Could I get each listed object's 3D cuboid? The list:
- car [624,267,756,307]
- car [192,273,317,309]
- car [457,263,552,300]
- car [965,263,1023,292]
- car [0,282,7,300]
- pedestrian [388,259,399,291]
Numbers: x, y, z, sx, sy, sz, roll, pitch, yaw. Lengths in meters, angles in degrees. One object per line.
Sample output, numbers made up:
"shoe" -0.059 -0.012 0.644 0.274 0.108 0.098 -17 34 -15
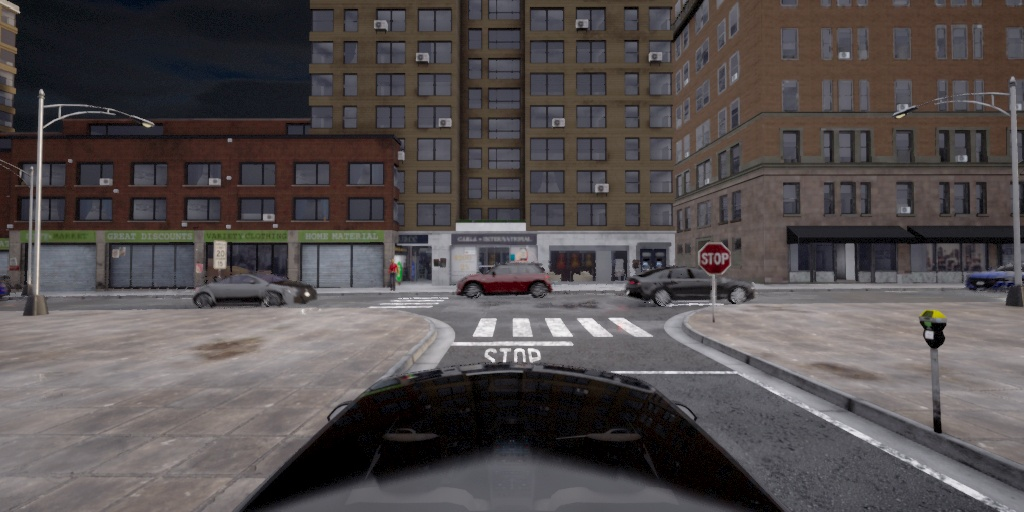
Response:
"car" 7.073 1.170 14.442 4.892 1.490 1.837 -1 -1 0
"car" -10.313 1.389 14.553 4.181 1.385 1.994 -1 -1 0
"car" -0.375 1.132 17.454 4.553 1.767 2.097 -1 -1 0
"car" 25.120 1.035 17.305 5.008 1.535 1.882 0 -1 0
"car" -27.876 1.646 17.590 4.674 1.442 1.812 -1 -1 0
"pedestrian" -6.793 1.040 20.402 0.375 1.860 0.375 0 -1 0
